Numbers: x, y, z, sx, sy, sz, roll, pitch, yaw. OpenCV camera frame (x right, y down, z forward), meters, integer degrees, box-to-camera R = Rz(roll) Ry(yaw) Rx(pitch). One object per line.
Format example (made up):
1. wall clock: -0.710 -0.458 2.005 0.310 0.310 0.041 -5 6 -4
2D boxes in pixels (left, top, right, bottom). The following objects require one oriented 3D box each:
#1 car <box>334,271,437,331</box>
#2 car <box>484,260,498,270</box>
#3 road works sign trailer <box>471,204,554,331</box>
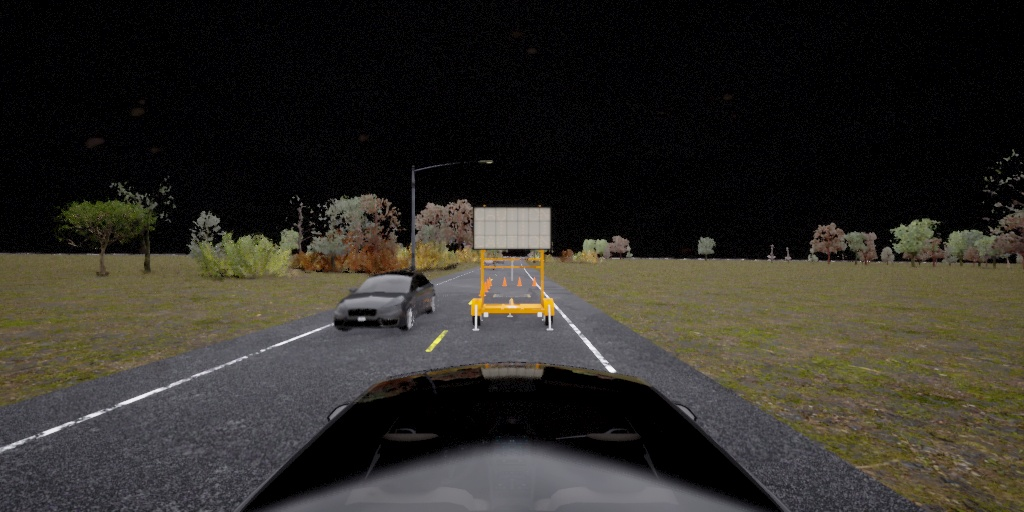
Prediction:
1. car: -3.607 1.259 11.029 1.837 1.490 4.892 0 0 0
2. car: -3.444 1.306 51.983 1.812 1.442 4.674 0 0 1
3. road works sign trailer: 0.007 0.218 11.055 2.380 3.560 2.880 0 0 -1
